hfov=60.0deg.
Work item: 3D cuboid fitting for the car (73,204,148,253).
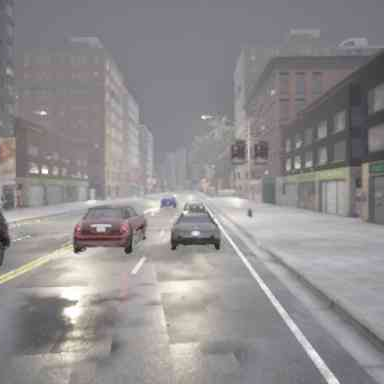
[{"bbox_3d":[-3.099,1.278,13.503,2.097,1.767,4.553,0,0,0],"label":"car"}]

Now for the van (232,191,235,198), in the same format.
[{"bbox_3d":[12.554,0.703,88.228,3.998,1.788,1.690,0,0,1],"label":"van"}]

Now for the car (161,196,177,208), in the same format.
[{"bbox_3d":[-2.963,1.192,43.283,1.882,1.535,5.008,0,0,0],"label":"car"}]

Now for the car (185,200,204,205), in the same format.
[{"bbox_3d":[0.222,1.374,31.564,1.895,1.301,4.718,0,0,0],"label":"car"}]

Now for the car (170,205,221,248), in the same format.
[{"bbox_3d":[0.149,1.462,14.151,1.994,1.385,4.181,0,0,0],"label":"car"}]

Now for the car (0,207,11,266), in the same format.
[{"bbox_3d":[-6.574,1.212,7.823,2.150,2.045,5.566,0,0,0],"label":"car"}]
